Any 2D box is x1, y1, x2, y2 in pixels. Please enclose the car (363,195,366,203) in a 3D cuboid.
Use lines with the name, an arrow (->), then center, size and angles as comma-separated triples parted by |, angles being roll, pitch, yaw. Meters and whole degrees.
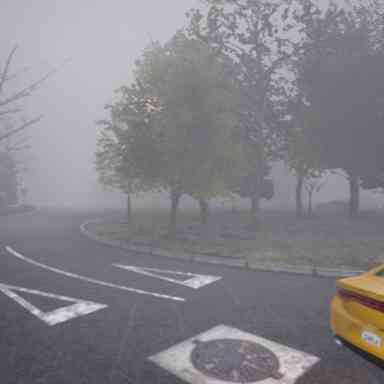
car -> 36.243, 2.070, 75.805 | 4.674, 1.452, 2.002 | 0, 0, 34

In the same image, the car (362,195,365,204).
car -> 34.680, 2.029, 73.535 | 5.008, 1.535, 2.097 | 0, 0, 34

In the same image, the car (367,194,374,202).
car -> 42.453, 1.765, 84.924 | 5.566, 2.045, 2.435 | 0, 0, 34

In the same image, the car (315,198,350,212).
car -> 19.682, 1.913, 46.017 | 5.008, 1.535, 1.882 | 1, -1, 28

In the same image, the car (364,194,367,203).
car -> 37.826, 1.905, 78.063 | 4.553, 1.767, 2.185 | 0, 0, 34

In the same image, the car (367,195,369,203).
car -> 39.355, 2.030, 80.364 | 4.892, 1.521, 2.231 | 0, 0, 34

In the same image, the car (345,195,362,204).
car -> 33.150, 1.898, 71.235 | 4.553, 1.767, 2.185 | 0, 0, 34

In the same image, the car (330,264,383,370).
car -> 4.342, 1.538, 4.735 | 5.008, 1.535, 1.882 | 0, -1, -22
